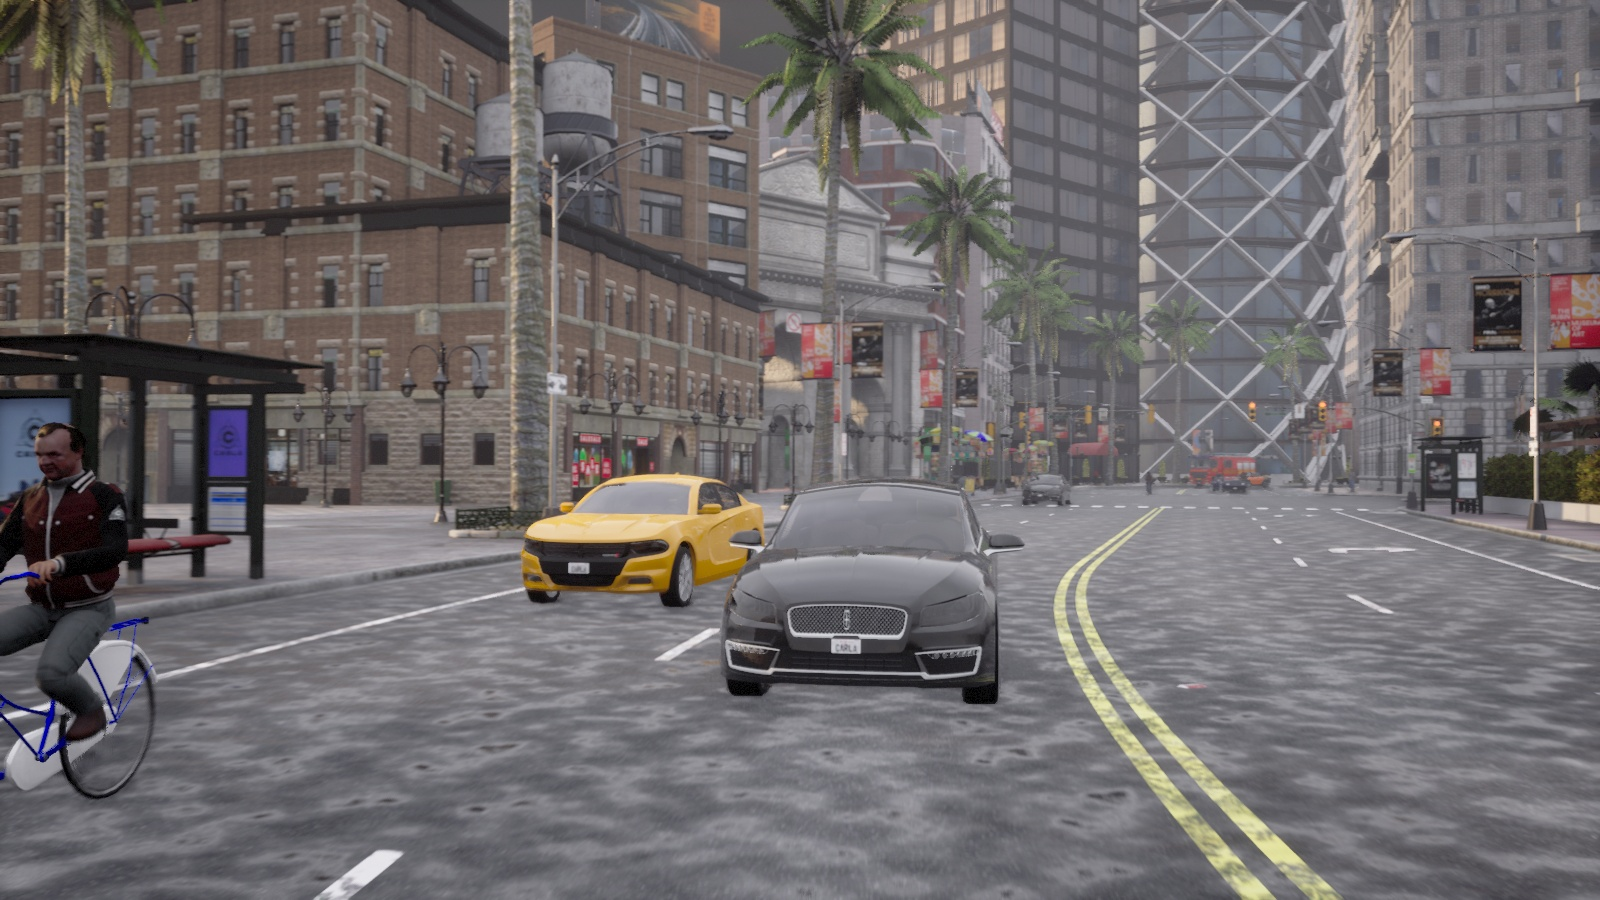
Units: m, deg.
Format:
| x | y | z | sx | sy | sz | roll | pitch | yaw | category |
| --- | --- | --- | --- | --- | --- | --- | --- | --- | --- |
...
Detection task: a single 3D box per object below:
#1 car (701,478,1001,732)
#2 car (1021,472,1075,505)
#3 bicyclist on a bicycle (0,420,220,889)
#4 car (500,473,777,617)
| x | y | z | sx | sy | sz | roll | pitch | yaw | category |
| --- | --- | --- | --- | --- | --- | --- | --- | --- | --- |
| 0.674 | 0.986 | 10.088 | 1.837 | 1.490 | 4.892 | 0 | -1 | 9 | car |
| 11.815 | 1.781 | 59.663 | 1.837 | 1.490 | 4.892 | -1 | -1 | 19 | car |
| -3.309 | 0.786 | 5.383 | 0.659 | 1.776 | 1.843 | 0 | -1 | 5 | bicyclist on a bicycle |
| -1.825 | 1.068 | 16.094 | 1.882 | 1.535 | 5.008 | 0 | -1 | 13 | car |
